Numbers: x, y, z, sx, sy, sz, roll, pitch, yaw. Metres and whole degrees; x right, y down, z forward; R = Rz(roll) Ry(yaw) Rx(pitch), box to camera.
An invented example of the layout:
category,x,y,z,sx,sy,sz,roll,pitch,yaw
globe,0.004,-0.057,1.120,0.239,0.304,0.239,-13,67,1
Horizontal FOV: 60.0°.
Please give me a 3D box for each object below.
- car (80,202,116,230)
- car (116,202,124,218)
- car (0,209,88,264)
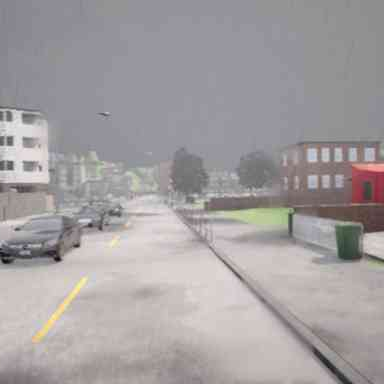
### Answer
category,x,y,z,sx,sy,sz,roll,pitch,yaw
car,-6.486,1.602,21.652,2.128,1.511,4.902,-1,0,-6
car,-7.602,1.684,31.563,1.994,1.385,4.181,-1,0,-6
car,-5.427,1.626,12.576,1.812,1.442,4.674,-1,0,-7
